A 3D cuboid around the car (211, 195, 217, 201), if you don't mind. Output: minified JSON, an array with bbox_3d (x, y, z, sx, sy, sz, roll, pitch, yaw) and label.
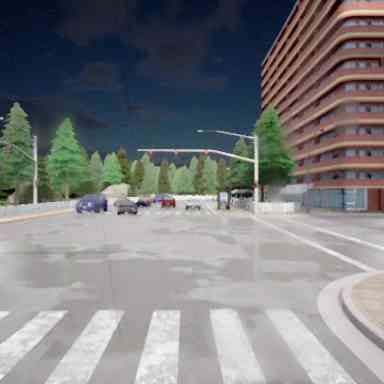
[{"bbox_3d":[6.740,1.528,82.131,1.812,1.442,4.674,0,0,44],"label":"car"}]

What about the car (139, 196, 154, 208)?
[{"bbox_3d":[-6.991,1.603,47.521,1.895,1.301,4.718,0,0,1],"label":"car"}]

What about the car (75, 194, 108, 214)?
[{"bbox_3d":[-10.544,1.225,35.502,2.150,2.045,5.566,0,0,0],"label":"car"}]

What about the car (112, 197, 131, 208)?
[{"bbox_3d":[-10.456,1.527,49.720,1.812,1.442,4.674,0,0,1],"label":"car"}]

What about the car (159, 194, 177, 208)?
[{"bbox_3d":[-3.325,1.479,48.537,1.882,1.535,5.008,0,0,0],"label":"car"}]

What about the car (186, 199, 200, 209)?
[{"bbox_3d":[0.169,1.603,45.475,1.895,1.301,4.718,0,0,0],"label":"car"}]

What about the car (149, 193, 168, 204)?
[{"bbox_3d":[-5.967,1.223,64.350,2.150,2.045,5.566,0,0,12],"label":"car"}]

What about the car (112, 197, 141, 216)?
[{"bbox_3d":[-6.377,1.551,32.848,2.033,1.411,5.357,0,0,-9],"label":"car"}]
